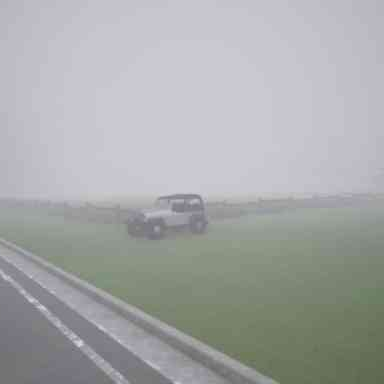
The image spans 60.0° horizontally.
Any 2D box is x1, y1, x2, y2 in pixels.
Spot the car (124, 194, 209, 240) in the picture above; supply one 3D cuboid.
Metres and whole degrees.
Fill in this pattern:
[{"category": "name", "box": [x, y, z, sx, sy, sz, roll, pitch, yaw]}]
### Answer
[{"category": "car", "box": [-1.038, 1.051, 15.310, 3.866, 1.878, 1.905, -1, 1, -40]}]
